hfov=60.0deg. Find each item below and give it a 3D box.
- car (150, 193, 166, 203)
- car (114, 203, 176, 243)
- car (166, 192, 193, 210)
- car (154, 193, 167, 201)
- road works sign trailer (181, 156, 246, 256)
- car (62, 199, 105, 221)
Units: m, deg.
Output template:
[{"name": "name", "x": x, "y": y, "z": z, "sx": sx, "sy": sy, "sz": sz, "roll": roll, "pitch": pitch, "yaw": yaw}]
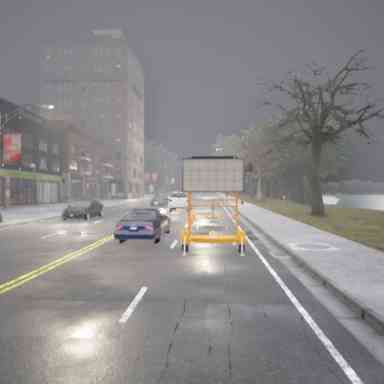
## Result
[{"name": "car", "x": -4.163, "y": 1.199, "z": 42.462, "sx": 2.128, "sy": 1.511, "sz": 4.902, "roll": 0, "pitch": 1, "yaw": 3}, {"name": "car", "x": -2.179, "y": 1.487, "z": 15.821, "sx": 2.033, "sy": 1.411, "sz": 5.357, "roll": 0, "pitch": 0, "yaw": 3}, {"name": "car", "x": -1.099, "y": 0.997, "z": 35.375, "sx": 2.150, "sy": 2.045, "sz": 5.566, "roll": 0, "pitch": 1, "yaw": 3}, {"name": "car", "x": -6.098, "y": 0.925, "z": 65.002, "sx": 1.882, "sy": 1.535, "sz": 5.008, "roll": 0, "pitch": 1, "yaw": 4}, {"name": "road works sign trailer", "x": 0.818, "y": 0.422, "z": 12.944, "sx": 2.380, "sy": 3.560, "sz": 2.880, "roll": 0, "pitch": 0, "yaw": 3}, {"name": "car", "x": -8.334, "y": 1.339, "z": 25.855, "sx": 1.882, "sy": 1.535, "sz": 5.008, "roll": 0, "pitch": 1, "yaw": 3}]
